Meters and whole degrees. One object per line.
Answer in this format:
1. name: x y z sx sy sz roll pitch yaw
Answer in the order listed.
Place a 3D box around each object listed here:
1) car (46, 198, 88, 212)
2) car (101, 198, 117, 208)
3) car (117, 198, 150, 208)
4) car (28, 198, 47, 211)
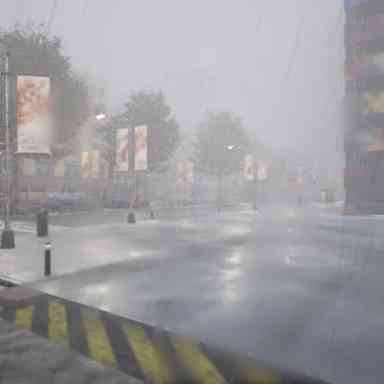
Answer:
1. car: -14.063 1.582 38.434 1.994 1.385 4.181 0 0 35
2. car: -11.292 1.585 48.341 1.994 1.385 4.181 0 0 36
3. car: -7.907 1.547 47.049 1.812 1.442 4.674 0 0 35
4. car: -17.187 1.510 40.065 2.128 1.511 4.902 0 0 36
